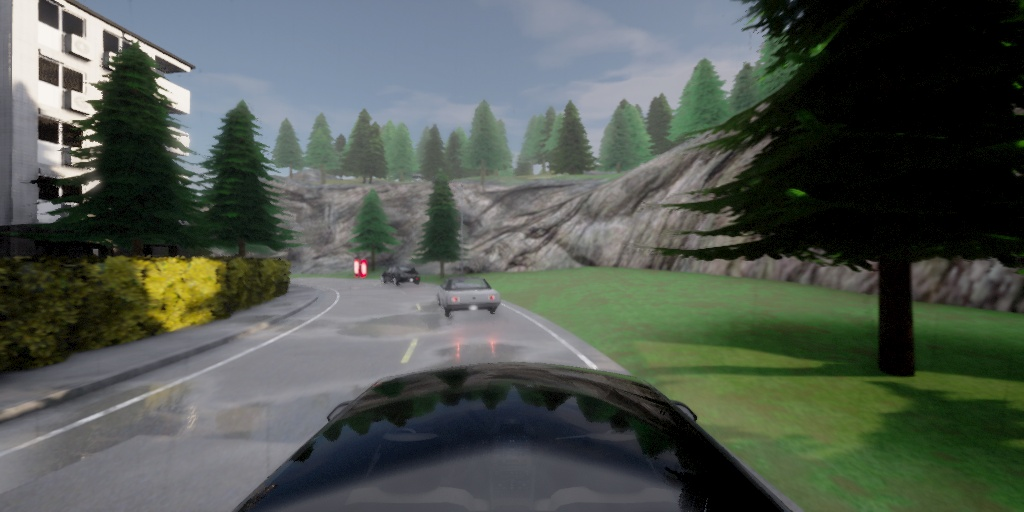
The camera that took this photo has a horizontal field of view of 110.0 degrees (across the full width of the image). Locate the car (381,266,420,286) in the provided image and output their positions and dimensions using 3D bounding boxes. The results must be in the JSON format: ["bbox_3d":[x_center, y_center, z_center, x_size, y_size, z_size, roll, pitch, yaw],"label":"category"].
[{"bbox_3d":[-8.897,1.531,28.444,1.837,1.490,4.892,0,0,-37],"label":"car"}]

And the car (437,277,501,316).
[{"bbox_3d":[-1.868,1.460,14.034,1.895,1.301,4.718,0,0,-16],"label":"car"}]

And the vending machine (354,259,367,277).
[{"bbox_3d":[-17.009,1.375,40.315,0.880,2.100,1.100,0,0,29],"label":"vending machine"}]
